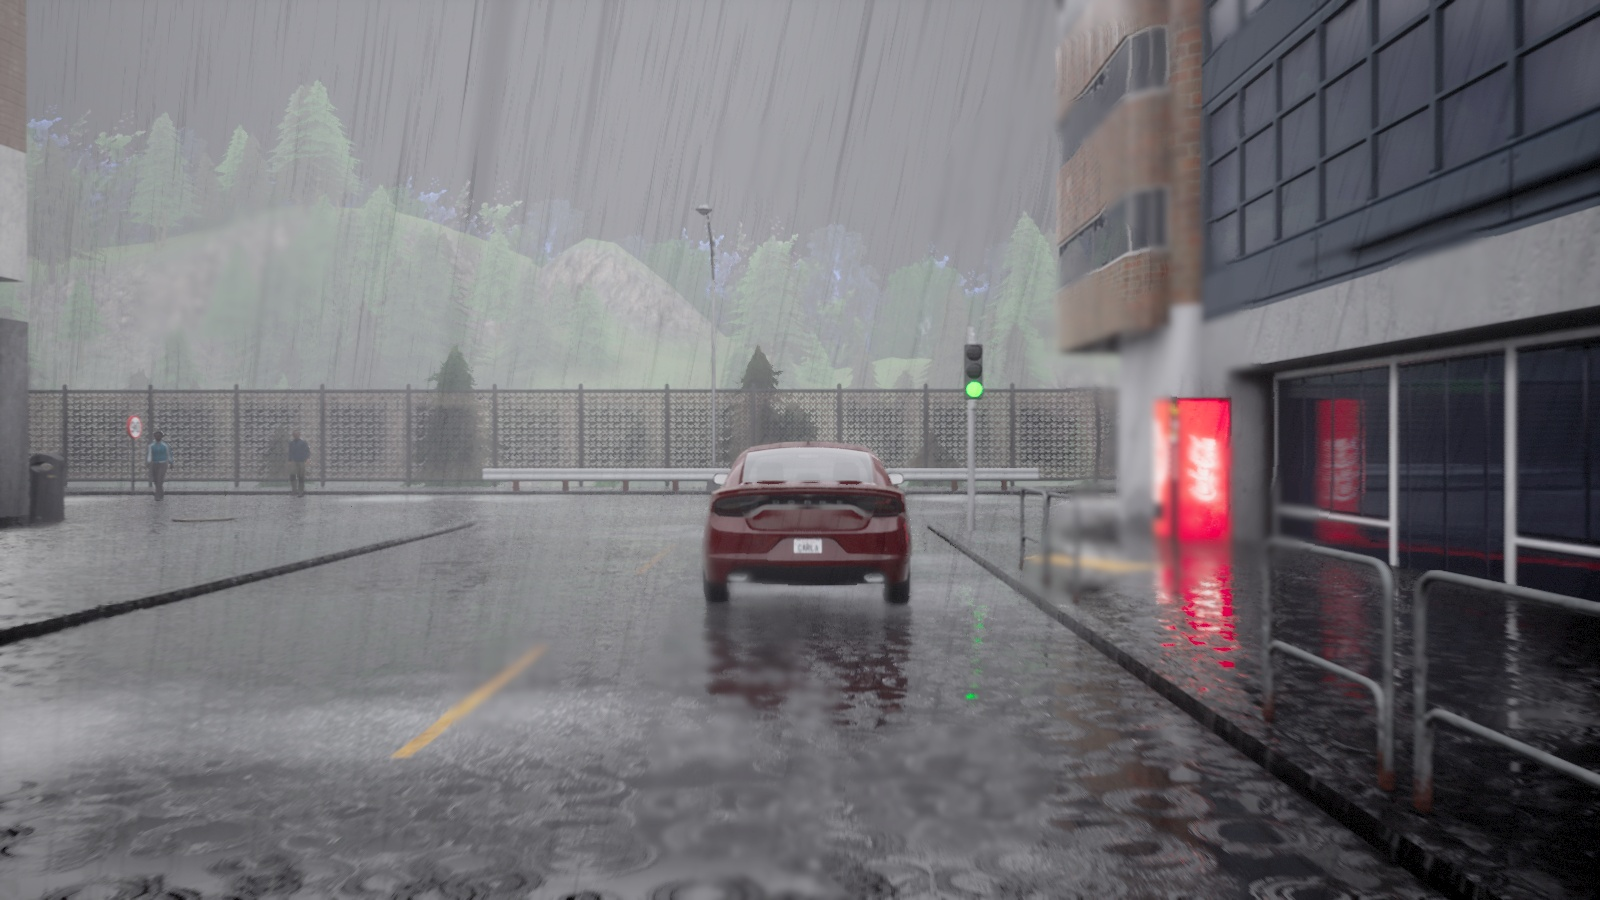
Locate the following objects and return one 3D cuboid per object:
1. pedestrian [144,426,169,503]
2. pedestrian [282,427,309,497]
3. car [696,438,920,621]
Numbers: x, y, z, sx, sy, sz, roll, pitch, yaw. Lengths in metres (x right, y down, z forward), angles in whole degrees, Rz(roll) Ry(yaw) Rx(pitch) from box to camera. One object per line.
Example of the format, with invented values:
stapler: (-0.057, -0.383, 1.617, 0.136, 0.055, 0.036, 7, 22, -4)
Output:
pedestrian: (-16.260, 0.359, 31.740, 0.396, 1.930, 0.692, 0, 0, -13)
pedestrian: (-13.407, 0.324, 33.367, 0.402, 1.842, 0.726, 0, 0, 1)
car: (0.086, 0.651, 13.051, 1.882, 1.535, 5.008, 0, 0, 0)
